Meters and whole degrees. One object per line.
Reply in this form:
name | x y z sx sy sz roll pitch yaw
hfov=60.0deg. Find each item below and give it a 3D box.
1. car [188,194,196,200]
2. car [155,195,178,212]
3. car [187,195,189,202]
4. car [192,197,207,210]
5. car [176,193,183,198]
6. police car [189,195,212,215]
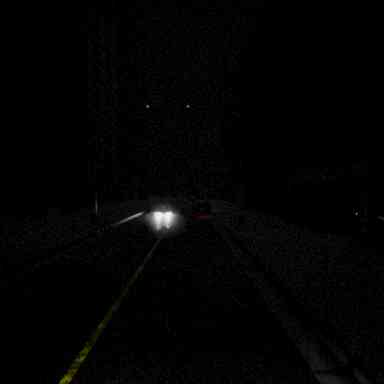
car | -0.017 1.234 84.518 1.882 1.535 5.008 0 0 0
car | -3.099 1.424 38.422 2.128 1.511 4.902 0 0 0
car | -0.014 1.248 69.517 1.837 1.490 4.892 0 0 0
car | 0.892 1.433 42.936 1.837 1.490 4.892 0 0 0
car | -3.017 1.003 79.102 1.882 1.535 5.008 0 0 0
police car | 0.893 1.366 33.045 1.930 1.638 5.238 0 0 0
